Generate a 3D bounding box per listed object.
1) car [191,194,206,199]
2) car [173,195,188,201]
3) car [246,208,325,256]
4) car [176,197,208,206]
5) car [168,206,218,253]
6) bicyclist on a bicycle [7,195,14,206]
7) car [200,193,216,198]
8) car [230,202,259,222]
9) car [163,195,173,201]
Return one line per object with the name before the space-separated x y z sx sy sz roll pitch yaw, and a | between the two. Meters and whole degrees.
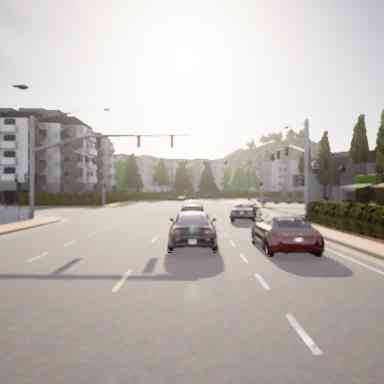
car | 1.831 1.155 90.763 1.994 1.385 4.181 0 0 34
car | -1.983 1.385 74.567 2.033 1.411 5.357 0 0 15
car | 3.538 1.538 12.968 1.994 1.385 4.181 0 0 0
car | 0.077 1.434 27.816 2.128 1.511 4.902 0 0 1
car | 0.042 1.497 13.485 1.812 1.442 4.674 0 0 1
bicyclist on a bicycle | -25.153 1.204 46.118 0.582 1.620 1.656 0 0 1
car | 4.685 1.117 88.737 1.837 1.490 4.892 0 0 34
car | 4.194 1.495 25.401 2.033 1.411 5.357 0 0 18
car | -5.028 1.436 76.579 1.895 1.301 4.718 0 0 15
